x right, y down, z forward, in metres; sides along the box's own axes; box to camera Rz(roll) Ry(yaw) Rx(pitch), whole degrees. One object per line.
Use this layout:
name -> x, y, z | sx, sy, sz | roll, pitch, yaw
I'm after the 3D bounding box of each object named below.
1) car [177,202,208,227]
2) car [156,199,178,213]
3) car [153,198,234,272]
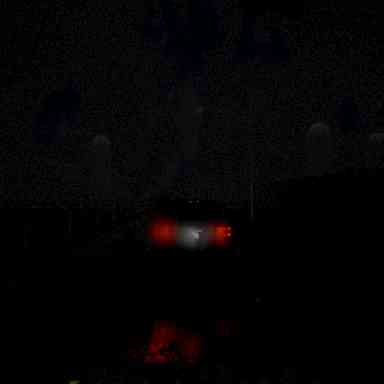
car -> 0.044, 1.546, 24.325 | 2.033, 1.411, 5.357 | 0, 0, 1
car -> -2.794, 1.607, 38.198 | 2.033, 1.411, 5.357 | 0, 0, 1
car -> 0.057, 1.204, 10.877 | 2.150, 2.045, 5.566 | 0, -1, 1
